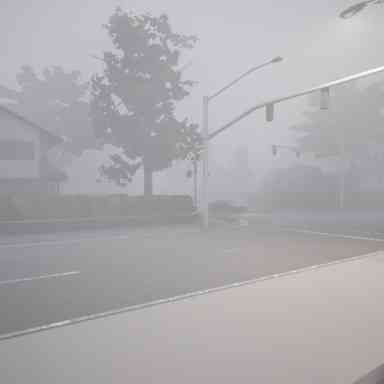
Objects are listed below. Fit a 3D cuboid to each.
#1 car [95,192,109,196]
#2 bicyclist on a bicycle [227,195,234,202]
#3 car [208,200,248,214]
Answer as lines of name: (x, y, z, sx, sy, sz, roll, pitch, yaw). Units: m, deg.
car: (-20.412, 1.049, 75.266, 2.150, 2.045, 5.566, 0, 0, -36)
bicyclist on a bicycle: (5.913, 1.303, 51.108, 1.656, 1.620, 0.582, 0, 0, -36)
car: (3.613, 1.547, 36.546, 2.033, 1.411, 5.357, 0, 0, -36)
